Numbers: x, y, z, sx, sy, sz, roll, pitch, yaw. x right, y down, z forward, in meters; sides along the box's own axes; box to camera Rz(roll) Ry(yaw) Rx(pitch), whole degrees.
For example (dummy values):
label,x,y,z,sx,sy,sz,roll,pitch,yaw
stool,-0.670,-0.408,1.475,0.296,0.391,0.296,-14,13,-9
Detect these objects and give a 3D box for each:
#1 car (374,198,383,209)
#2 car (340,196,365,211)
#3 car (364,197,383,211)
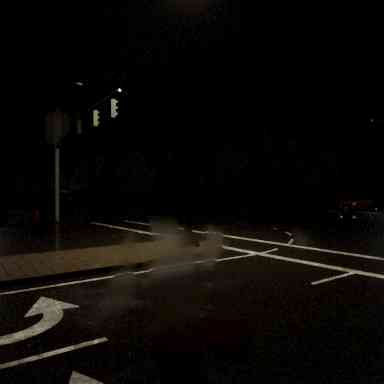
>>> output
label,x,y,z,sx,sy,sz,roll,pitch,yaw
car,27.458,1.564,46.452,4.181,1.385,1.994,0,0,-36
car,20.442,1.352,41.424,4.553,1.767,2.097,0,0,-36
car,22.854,1.547,38.891,5.357,1.411,2.033,0,0,-35
